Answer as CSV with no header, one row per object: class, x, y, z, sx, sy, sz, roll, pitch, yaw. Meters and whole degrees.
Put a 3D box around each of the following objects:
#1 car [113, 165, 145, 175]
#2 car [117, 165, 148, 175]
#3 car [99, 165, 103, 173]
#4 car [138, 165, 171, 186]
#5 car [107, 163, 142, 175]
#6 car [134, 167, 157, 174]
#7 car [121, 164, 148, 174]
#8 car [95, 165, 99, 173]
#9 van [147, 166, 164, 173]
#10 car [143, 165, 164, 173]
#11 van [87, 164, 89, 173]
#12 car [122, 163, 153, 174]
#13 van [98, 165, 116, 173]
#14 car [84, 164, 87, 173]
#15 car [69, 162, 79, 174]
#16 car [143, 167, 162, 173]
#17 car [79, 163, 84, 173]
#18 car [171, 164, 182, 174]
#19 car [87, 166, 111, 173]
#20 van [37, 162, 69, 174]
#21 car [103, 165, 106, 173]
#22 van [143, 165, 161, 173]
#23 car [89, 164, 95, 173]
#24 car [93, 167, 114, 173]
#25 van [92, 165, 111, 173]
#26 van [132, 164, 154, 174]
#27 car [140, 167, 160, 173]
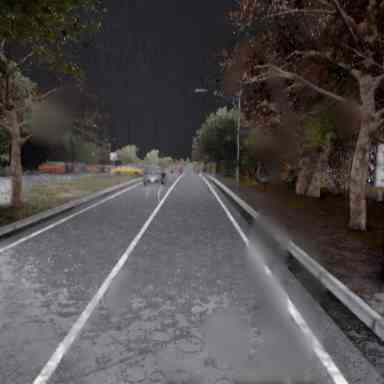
car,-10.407,-3.639,55.520,4.892,1.521,2.231,1,4,0
car,-10.411,-3.833,58.285,5.008,1.535,2.097,1,4,0
car,-23.500,-5.087,75.063,5.008,1.535,2.097,1,4,0
car,-3.375,-1.477,30.900,2.128,1.511,4.902,1,5,0
car,-10.213,-3.439,52.759,5.366,1.575,1.946,1,4,0
car,-10.431,-4.912,74.904,5.008,1.535,2.097,1,4,0
car,-10.438,-4.144,61.048,4.553,1.767,2.185,1,4,0
car,-23.496,-4.901,72.173,5.008,1.535,2.097,1,4,0
van,-10.331,-6.322,94.270,4.442,1.987,1.878,1,3,0
car,-10.472,-6.216,91.495,5.566,2.045,2.435,1,3,0
van,-23.608,-4.781,66.754,4.442,1.987,1.878,1,4,0
car,-10.380,-4.450,63.806,5.566,2.045,2.435,1,4,0
van,-23.406,-6.353,91.487,4.442,1.987,1.878,1,3,0
car,-23.484,-4.375,64.004,4.892,1.521,2.231,1,4,0
car,-23.509,-4.264,58.463,5.566,2.045,2.435,1,4,0
car,-10.473,-5.774,88.764,4.792,1.488,2.163,1,3,0
car,-23.302,-4.197,61.243,5.366,1.575,1.946,1,4,0
car,-3.345,-4.972,72.236,2.150,2.045,5.566,1,4,0
car,-23.331,-5.621,83.358,5.366,1.575,1.946,1,4,0
van,-23.595,-4.037,55.580,4.442,1.987,1.878,1,4,0
car,-23.502,-5.264,77.828,4.892,1.521,2.231,1,4,0
van,-10.320,-5.848,85.971,4.442,1.987,1.878,1,4,0
car,-23.465,-4.856,69.525,4.553,1.767,2.185,1,4,0
car,-23.527,-5.976,88.885,5.008,1.535,2.097,1,4,0
van,-23.399,-6.022,86.106,4.442,1.987,1.878,1,4,0
van,-10.536,-4.960,72.118,4.442,1.987,1.878,1,4,0
car,-10.439,-5.406,83.218,4.674,1.452,2.002,1,4,0
